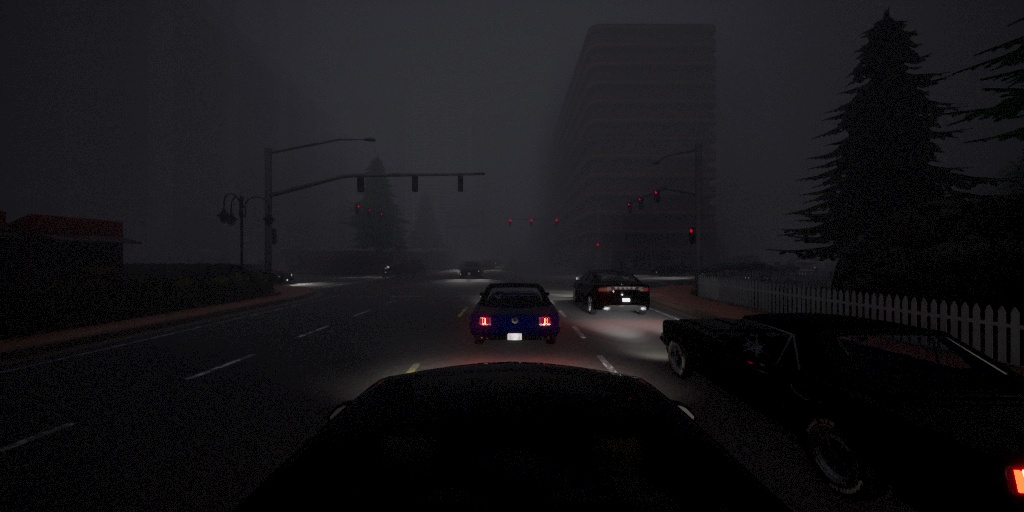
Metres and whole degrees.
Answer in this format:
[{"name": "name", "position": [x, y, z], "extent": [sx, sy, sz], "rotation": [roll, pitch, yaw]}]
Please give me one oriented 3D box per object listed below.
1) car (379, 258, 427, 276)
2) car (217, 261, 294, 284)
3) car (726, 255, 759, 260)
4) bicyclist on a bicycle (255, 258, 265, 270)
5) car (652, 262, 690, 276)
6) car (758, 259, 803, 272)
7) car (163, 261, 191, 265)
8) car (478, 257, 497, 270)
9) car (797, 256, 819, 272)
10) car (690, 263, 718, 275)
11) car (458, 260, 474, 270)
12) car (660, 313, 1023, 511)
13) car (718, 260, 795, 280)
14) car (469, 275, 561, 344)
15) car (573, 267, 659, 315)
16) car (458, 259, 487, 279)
[{"name": "car", "position": [-10.986, 1.090, 36.137], "extent": [4.553, 1.767, 2.097], "rotation": [1, 0, -39]}, {"name": "car", "position": [-17.917, 1.242, 24.337], "extent": [5.357, 1.411, 2.033], "rotation": [0, 0, 0]}, {"name": "car", "position": [25.640, 0.916, 40.091], "extent": [5.566, 2.045, 2.150], "rotation": [0, 0, -31]}, {"name": "bicyclist on a bicycle", "position": [-27.897, 0.996, 39.744], "extent": [0.582, 1.620, 1.656], "rotation": [0, 0, 0]}, {"name": "car", "position": [16.580, 1.295, 36.488], "extent": [4.718, 1.301, 1.895], "rotation": [0, 0, -14]}, {"name": "car", "position": [27.911, 1.295, 37.402], "extent": [4.718, 1.301, 1.895], "rotation": [0, 0, -31]}, {"name": "car", "position": [-33.141, 1.220, 34.909], "extent": [4.674, 1.442, 1.812], "rotation": [0, 0, 0]}, {"name": "car", "position": [-3.608, 1.227, 53.274], "extent": [1.882, 1.535, 5.008], "rotation": [0, 0, 0]}, {"name": "car", "position": [36.247, 0.916, 44.151], "extent": [2.150, 2.045, 5.566], "rotation": [0, 0, 43]}, {"name": "car", "position": [19.562, 1.295, 33.639], "extent": [4.718, 1.301, 1.895], "rotation": [0, 0, -18]}, {"name": "car", "position": [-7.107, 1.351, 55.499], "extent": [1.895, 1.301, 4.718], "rotation": [0, 0, 0]}, {"name": "car", "position": [3.600, 1.351, 4.386], "extent": [1.895, 1.301, 4.718], "rotation": [0, 0, 0]}, {"name": "car", "position": [20.372, 1.242, 29.906], "extent": [5.357, 1.411, 2.033], "rotation": [0, 0, -17]}, {"name": "car", "position": [0.072, 1.351, 9.500], "extent": [1.895, 1.301, 4.718], "rotation": [0, 0, 0]}, {"name": "car", "position": [3.584, 1.228, 13.706], "extent": [1.882, 1.535, 5.008], "rotation": [0, 0, 0]}, {"name": "car", "position": [-3.613, 1.245, 32.684], "extent": [1.837, 1.490, 4.892], "rotation": [0, 0, 0]}]
